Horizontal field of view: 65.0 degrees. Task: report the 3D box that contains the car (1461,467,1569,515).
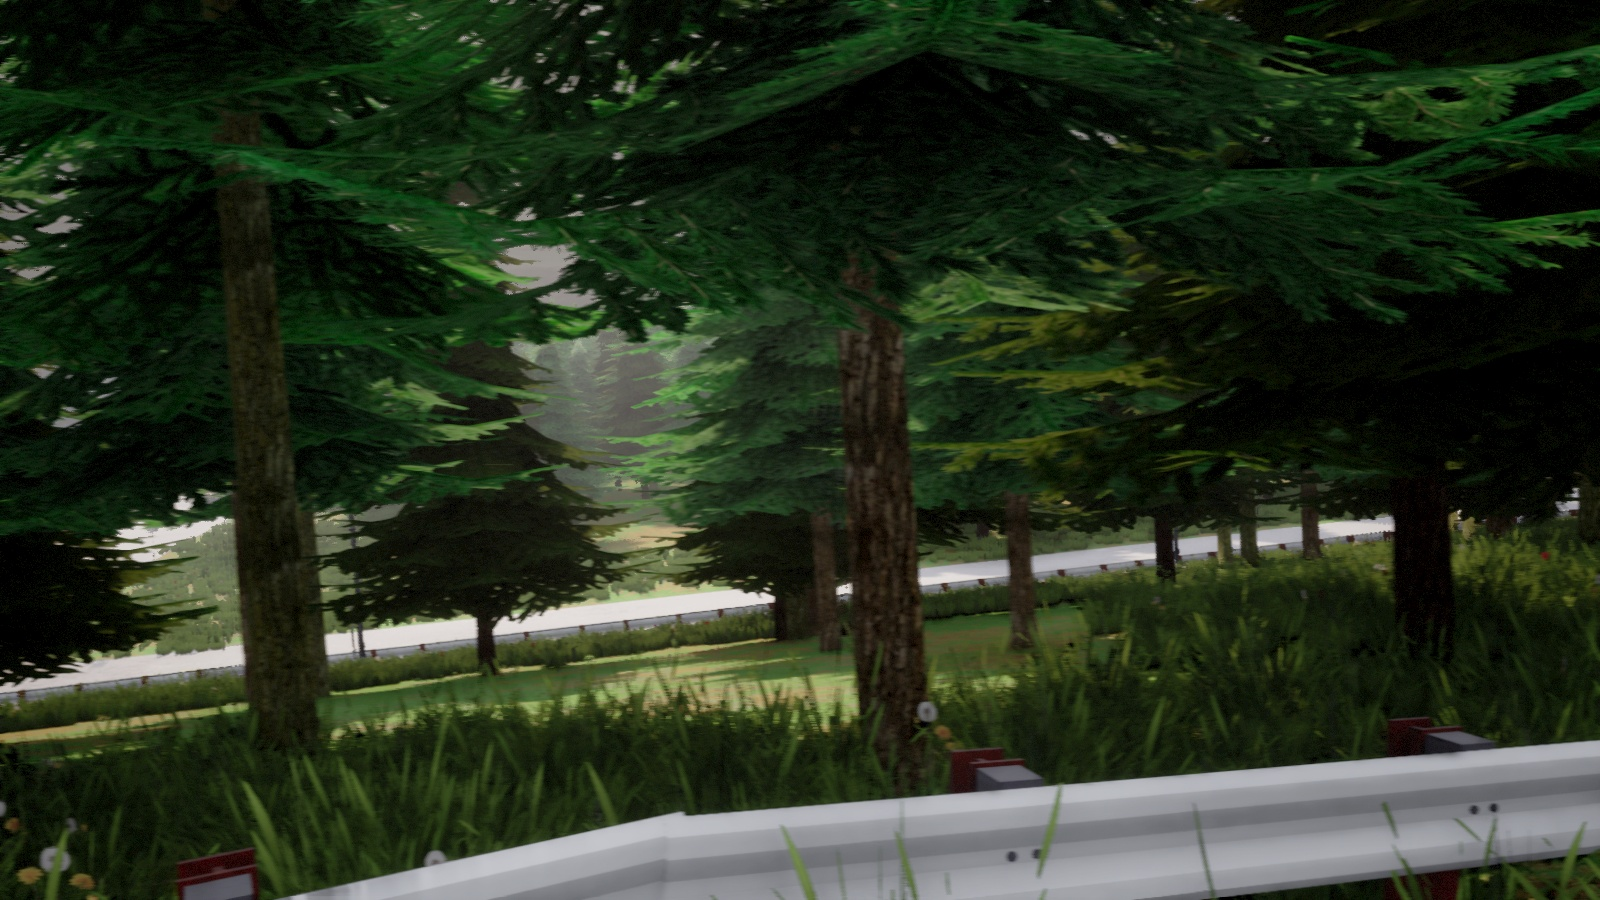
[{"bbox_3d":[29.872,1.684,52.483,3.705,1.549,1.789,-6,3,-17],"label":"car"}]
